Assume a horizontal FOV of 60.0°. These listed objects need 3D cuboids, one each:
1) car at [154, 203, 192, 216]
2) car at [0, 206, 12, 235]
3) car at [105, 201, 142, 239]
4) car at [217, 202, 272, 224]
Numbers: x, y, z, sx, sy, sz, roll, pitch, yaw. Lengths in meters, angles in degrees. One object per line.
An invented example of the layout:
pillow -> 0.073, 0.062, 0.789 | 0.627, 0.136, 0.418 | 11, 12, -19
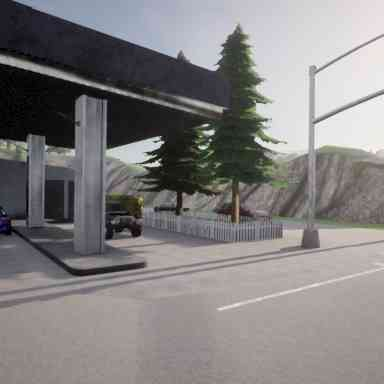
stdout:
car -> -1.971, 1.782, 34.056 | 1.895, 1.301, 4.718 | 1, 0, -35
car -> -11.493, 1.523, 18.592 | 2.242, 1.667, 4.611 | 1, 0, -36
car -> -4.365, 1.448, 18.327 | 1.905, 1.878, 3.866 | 1, 0, -36
car -> 3.940, 1.602, 25.527 | 2.097, 1.767, 4.553 | 1, 0, -35
